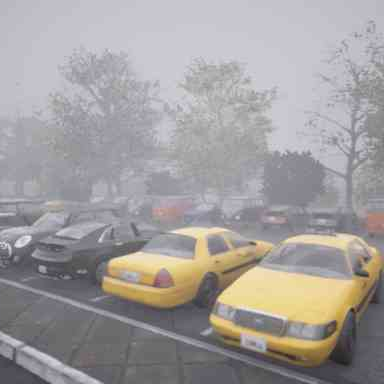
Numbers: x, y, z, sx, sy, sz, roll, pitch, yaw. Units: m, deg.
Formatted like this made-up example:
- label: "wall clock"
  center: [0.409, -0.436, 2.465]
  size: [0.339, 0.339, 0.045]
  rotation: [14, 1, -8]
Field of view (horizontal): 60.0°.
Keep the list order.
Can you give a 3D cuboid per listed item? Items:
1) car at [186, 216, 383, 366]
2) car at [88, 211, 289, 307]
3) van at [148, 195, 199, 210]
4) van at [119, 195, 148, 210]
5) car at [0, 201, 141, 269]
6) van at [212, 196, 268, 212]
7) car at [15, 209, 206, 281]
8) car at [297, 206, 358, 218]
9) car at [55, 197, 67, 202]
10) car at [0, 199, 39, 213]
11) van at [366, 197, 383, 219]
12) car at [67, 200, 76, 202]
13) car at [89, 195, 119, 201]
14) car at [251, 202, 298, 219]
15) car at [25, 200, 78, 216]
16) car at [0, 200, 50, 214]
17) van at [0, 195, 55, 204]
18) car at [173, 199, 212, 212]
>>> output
- label: "car"
  center: [2.315, 1.493, 6.204]
  size: [1.946, 1.575, 5.366]
  rotation: [0, 0, 36]
- label: "car"
  center: [0.382, 1.487, 8.058]
  size: [1.946, 1.575, 5.366]
  rotation: [0, 0, 36]
- label: "van"
  center: [-0.938, 1.282, 25.061]
  size: [1.878, 1.987, 4.442]
  rotation: [0, 0, 36]
- label: "van"
  center: [-3.320, 1.294, 26.494]
  size: [1.878, 1.987, 4.442]
  rotation: [0, 0, 36]
- label: "car"
  center: [-4.206, 1.368, 11.181]
  size: [2.185, 1.767, 4.553]
  rotation: [0, 0, 36]
- label: "van"
  center: [3.435, 1.262, 21.625]
  size: [1.878, 1.987, 4.442]
  rotation: [0, 0, 35]
- label: "car"
  center: [-1.974, 1.490, 9.523]
  size: [2.231, 1.521, 4.892]
  rotation: [0, 0, 36]
- label: "car"
  center: [7.886, 1.514, 18.579]
  size: [2.163, 1.488, 4.792]
  rotation: [0, 0, 36]
- label: "car"
  center: [-12.237, 1.564, 33.072]
  size: [2.097, 1.535, 5.008]
  rotation: [0, 0, 36]
- label: "car"
  center: [-21.220, 1.610, 39.560]
  size: [2.097, 1.535, 5.008]
  rotation: [0, 0, 36]
- label: "van"
  center: [10.185, 1.265, 17.028]
  size: [1.878, 1.987, 4.442]
  rotation: [0, 0, 36]
- label: "car"
  center: [-7.759, 1.291, 29.809]
  size: [2.435, 2.045, 5.566]
  rotation: [0, 0, 36]
- label: "car"
  center: [-5.513, 1.279, 28.187]
  size: [2.435, 2.045, 5.566]
  rotation: [0, 0, 36]
- label: "car"
  center: [5.747, 1.513, 20.125]
  size: [2.163, 1.488, 4.792]
  rotation: [0, 0, 36]
- label: "car"
  center: [-14.579, 1.616, 34.773]
  size: [2.002, 1.452, 4.674]
  rotation: [0, 0, 36]
- label: "car"
  center: [-18.971, 1.638, 37.940]
  size: [2.002, 1.452, 4.674]
  rotation: [0, 0, 36]
- label: "van"
  center: [-8.655, 1.288, 14.500]
  size: [1.878, 1.987, 4.442]
  rotation: [0, 0, 36]
- label: "car"
  center: [1.243, 1.497, 23.348]
  size: [2.097, 1.535, 5.008]
  rotation: [0, 0, 36]
